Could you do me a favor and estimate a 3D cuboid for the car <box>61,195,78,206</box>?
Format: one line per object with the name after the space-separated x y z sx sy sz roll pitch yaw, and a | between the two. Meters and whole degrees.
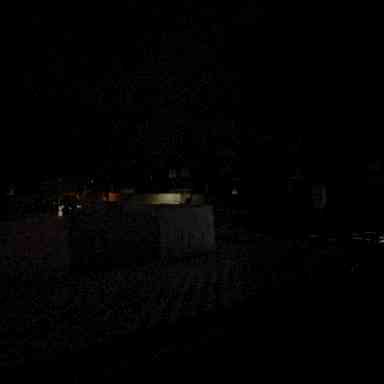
-17.542 1.194 47.713 1.837 1.490 4.892 -2 1 -35 | car
